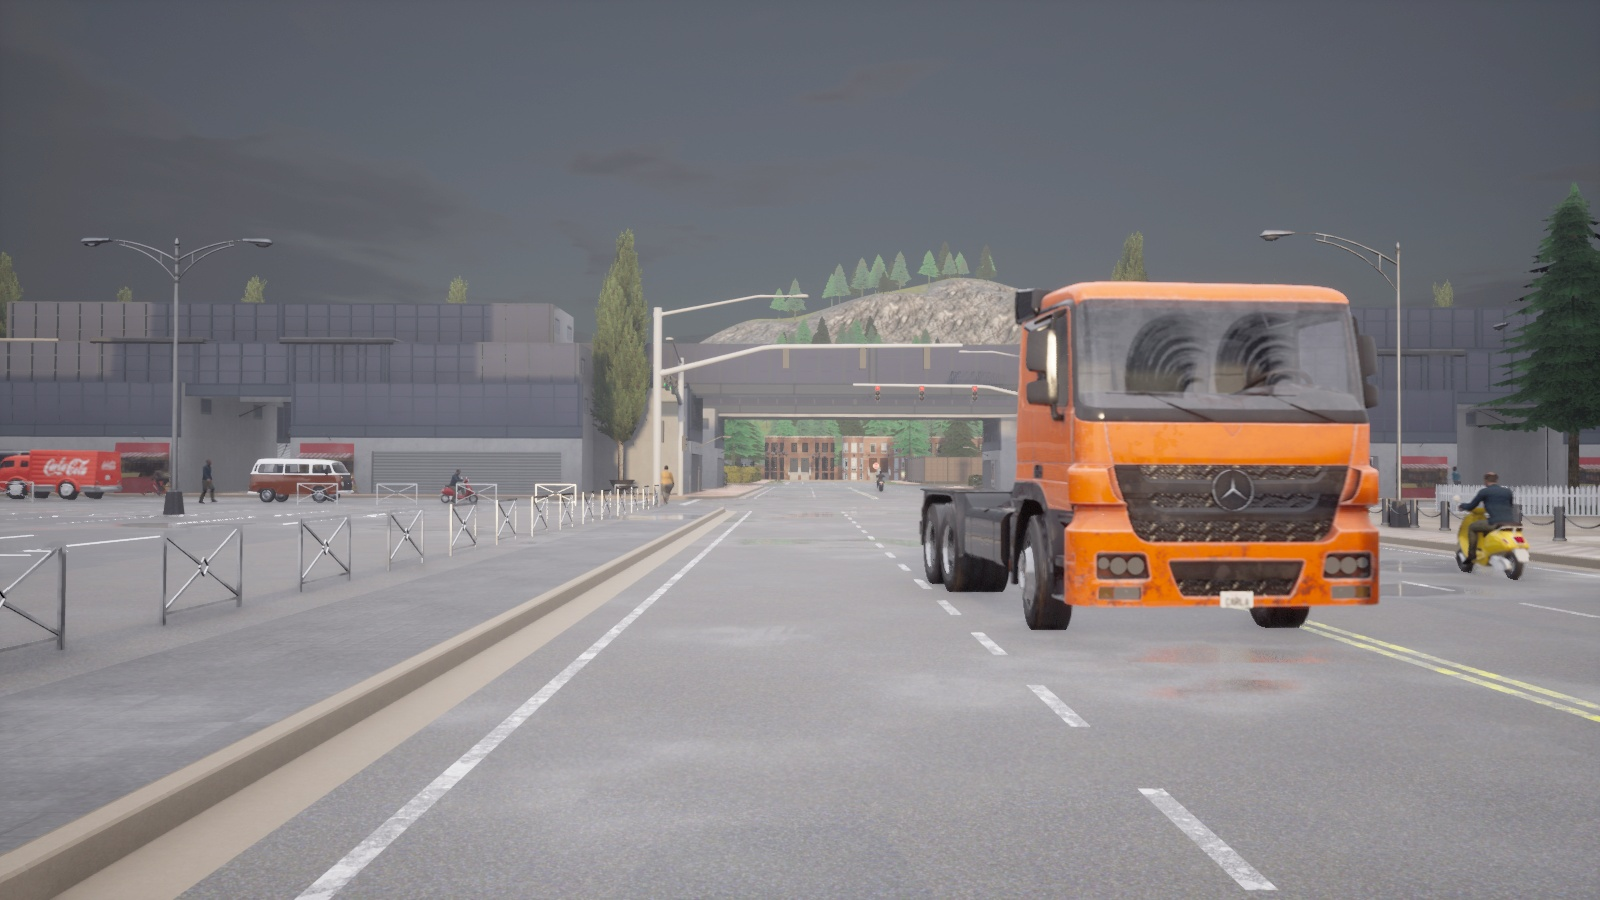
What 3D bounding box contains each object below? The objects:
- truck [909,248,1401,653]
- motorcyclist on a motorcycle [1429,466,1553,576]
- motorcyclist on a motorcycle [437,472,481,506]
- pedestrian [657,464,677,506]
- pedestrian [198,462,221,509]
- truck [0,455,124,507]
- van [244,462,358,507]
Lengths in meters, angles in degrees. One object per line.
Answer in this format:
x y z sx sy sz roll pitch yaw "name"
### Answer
3.434 0.067 14.820 2.891 3.462 7.936 0 -1 -5 "truck"
10.458 1.046 19.087 0.866 1.590 1.817 0 -1 0 "motorcyclist on a motorcycle"
-15.840 1.808 58.317 1.817 1.590 0.866 0 -1 1 "motorcyclist on a motorcycle"
-6.003 1.572 56.631 0.874 1.855 0.900 0 -1 -4 "pedestrian"
-23.404 1.401 49.784 0.726 1.842 0.402 0 -1 10 "pedestrian"
-36.881 1.529 62.365 5.204 2.467 2.627 0 -1 2 "truck"
-23.202 1.611 58.494 4.480 2.038 2.069 0 -1 1 "van"
